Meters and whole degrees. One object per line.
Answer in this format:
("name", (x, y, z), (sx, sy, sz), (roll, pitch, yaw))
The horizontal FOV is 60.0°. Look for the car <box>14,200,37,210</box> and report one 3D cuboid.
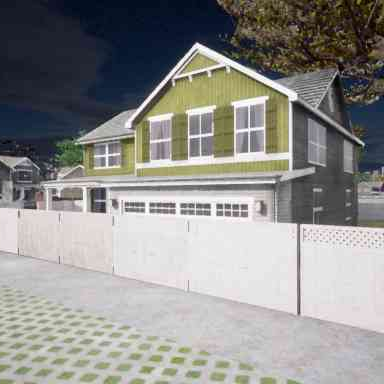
("car", (-17.558, 1.604, 34.221), (1.837, 1.490, 4.892), (0, 0, 19))
